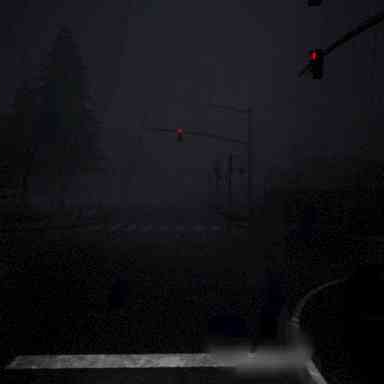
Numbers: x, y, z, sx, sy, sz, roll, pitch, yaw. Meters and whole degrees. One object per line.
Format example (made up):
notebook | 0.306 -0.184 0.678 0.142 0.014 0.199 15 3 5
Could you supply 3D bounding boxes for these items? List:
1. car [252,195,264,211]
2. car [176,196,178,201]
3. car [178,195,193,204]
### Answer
car | 8.868 1.144 36.301 4.605 1.855 1.932 0 0 -1
car | -2.198 1.327 71.105 1.812 1.442 4.674 0 0 -13
car | -0.906 1.518 60.921 2.033 1.411 5.357 0 0 -7
